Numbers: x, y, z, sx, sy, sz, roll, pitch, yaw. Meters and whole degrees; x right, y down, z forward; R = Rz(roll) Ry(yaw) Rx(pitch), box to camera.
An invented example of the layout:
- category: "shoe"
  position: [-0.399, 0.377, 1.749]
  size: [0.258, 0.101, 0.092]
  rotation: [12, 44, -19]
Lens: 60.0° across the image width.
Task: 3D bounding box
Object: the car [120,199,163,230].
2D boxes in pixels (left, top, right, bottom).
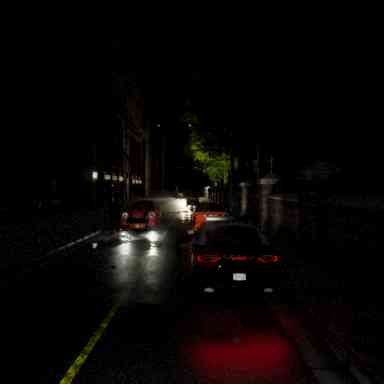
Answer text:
- category: "car"
  position: [-3.057, 1.324, 20.871]
  size: [2.097, 1.767, 4.553]
  rotation: [0, 0, 0]

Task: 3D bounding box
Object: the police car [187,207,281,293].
- category: "police car"
  position: [0.918, 1.420, 8.962]
  size: [1.930, 1.638, 5.238]
  rotation: [0, 0, 0]

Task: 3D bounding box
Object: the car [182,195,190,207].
- category: "car"
  position: [0.126, 1.352, 47.818]
  size: [2.128, 1.511, 4.902]
  rotation: [0, 0, 1]

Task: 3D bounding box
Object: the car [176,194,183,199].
- category: "car"
  position: [-2.825, 1.068, 81.767]
  size: [1.994, 1.385, 4.181]
  rotation: [0, 1, 0]

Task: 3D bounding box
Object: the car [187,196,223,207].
- category: "car"
  position: [0.939, 1.328, 18.821]
  size: [2.097, 1.767, 4.553]
  rotation: [0, 0, 0]

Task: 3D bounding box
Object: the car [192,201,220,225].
- category: "car"
  position: [0.952, 1.467, 24.852]
  size: [1.837, 1.490, 4.892]
  rotation: [0, 0, 0]
